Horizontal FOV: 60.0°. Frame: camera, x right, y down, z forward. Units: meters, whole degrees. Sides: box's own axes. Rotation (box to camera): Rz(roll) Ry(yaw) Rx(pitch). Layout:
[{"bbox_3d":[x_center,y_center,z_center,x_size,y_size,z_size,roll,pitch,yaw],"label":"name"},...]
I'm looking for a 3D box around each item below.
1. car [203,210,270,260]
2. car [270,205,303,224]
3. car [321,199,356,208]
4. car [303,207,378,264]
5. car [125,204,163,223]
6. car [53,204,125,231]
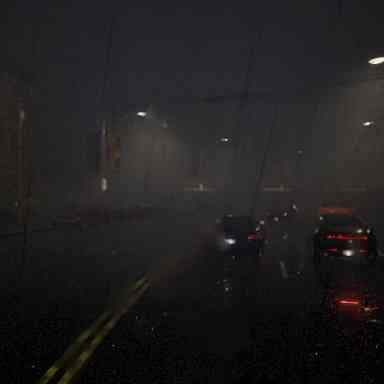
[{"bbox_3d":[1.758,1.563,12.610,1.994,1.385,4.181,0,0,16],"label":"car"},{"bbox_3d":[7.106,1.599,25.183,1.895,1.301,4.718,0,0,32],"label":"car"},{"bbox_3d":[10.556,1.352,24.030,2.097,1.767,4.553,0,0,33],"label":"car"},{"bbox_3d":[5.202,1.506,11.999,1.837,1.490,4.892,0,0,16],"label":"car"},{"bbox_3d":[-4.275,1.588,25.945,1.895,1.301,4.718,0,0,30],"label":"car"},{"bbox_3d":[-6.432,1.513,20.636,2.002,1.452,4.674,0,0,20],"label":"car"}]
